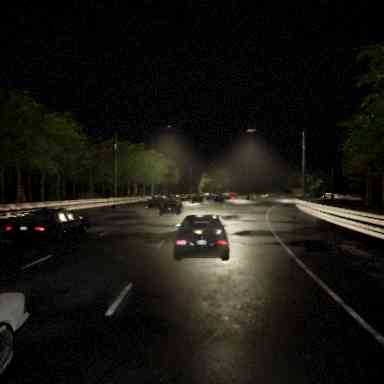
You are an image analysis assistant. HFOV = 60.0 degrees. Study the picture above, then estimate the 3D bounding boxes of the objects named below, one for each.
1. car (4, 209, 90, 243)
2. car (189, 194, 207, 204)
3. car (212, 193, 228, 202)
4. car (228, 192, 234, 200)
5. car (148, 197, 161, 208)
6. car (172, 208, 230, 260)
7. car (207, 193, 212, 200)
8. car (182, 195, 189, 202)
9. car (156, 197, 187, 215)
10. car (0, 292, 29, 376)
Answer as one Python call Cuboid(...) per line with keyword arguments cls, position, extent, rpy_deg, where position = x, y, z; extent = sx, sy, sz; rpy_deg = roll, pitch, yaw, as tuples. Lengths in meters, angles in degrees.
Cuboid(cls="car", position=(-6.612, 1.516, 15.849), extent=(2.033, 1.411, 5.357), rpy_deg=(1, 0, 3))
Cuboid(cls="car", position=(1.157, 1.392, 62.512), extent=(1.837, 1.490, 4.892), rpy_deg=(0, 1, 8))
Cuboid(cls="car", position=(6.008, 1.424, 71.889), extent=(1.994, 1.385, 4.181), rpy_deg=(0, 0, 10))
Cuboid(cls="car", position=(9.604, 1.365, 91.162), extent=(1.994, 1.385, 4.181), rpy_deg=(0, 0, 12))
Cuboid(cls="car", position=(-4.562, 1.439, 44.573), extent=(1.812, 1.442, 4.674), rpy_deg=(0, 0, 6))
Cuboid(cls="car", position=(0.361, 1.549, 12.384), extent=(2.033, 1.411, 5.357), rpy_deg=(0, 0, 2))
Cuboid(cls="car", position=(5.596, 1.165, 89.076), extent=(2.097, 1.767, 4.553), rpy_deg=(0, 0, 11))
Cuboid(cls="car", position=(-1.180, 1.369, 71.204), extent=(2.128, 1.511, 4.902), rpy_deg=(0, 0, 9))
Cuboid(cls="car", position=(-1.972, 1.531, 33.270), extent=(1.994, 1.385, 4.181), rpy_deg=(0, 0, 4))
Cuboid(cls="car", position=(-3.203, 1.589, 2.496), extent=(1.895, 1.301, 4.718), rpy_deg=(0, 0, 0))
